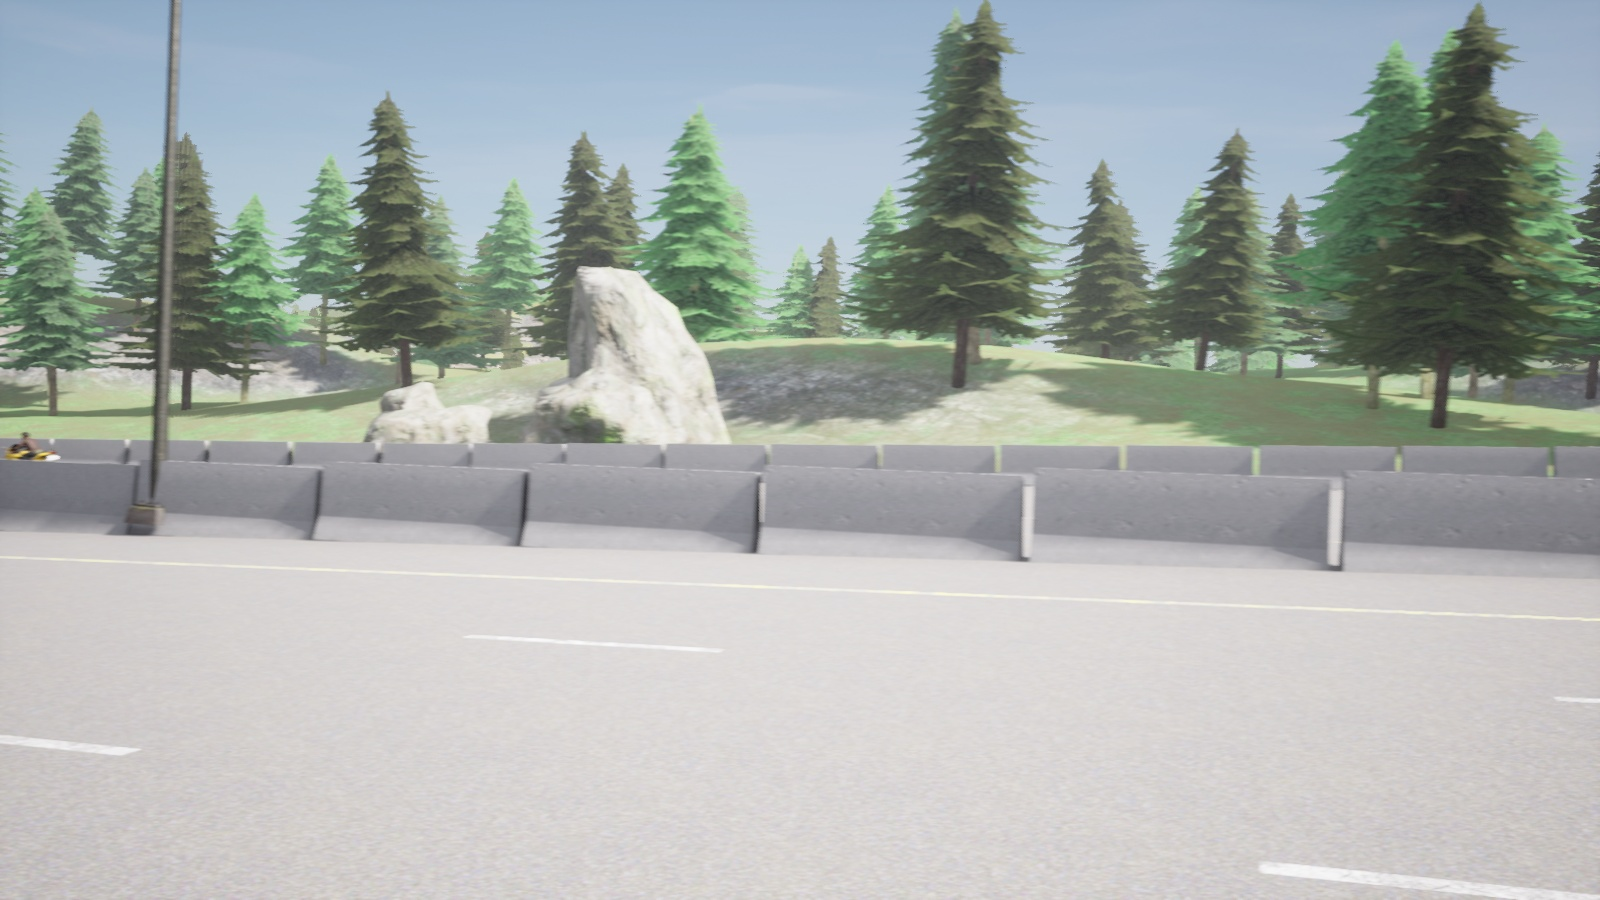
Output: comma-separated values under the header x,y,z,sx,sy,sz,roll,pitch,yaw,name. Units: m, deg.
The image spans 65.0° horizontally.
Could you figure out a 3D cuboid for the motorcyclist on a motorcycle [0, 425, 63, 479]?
x,y,z,sx,sy,sz,roll,pitch,yaw,name
-22.627,0.054,36.652,2.044,1.523,0.797,1,1,19,motorcyclist on a motorcycle
